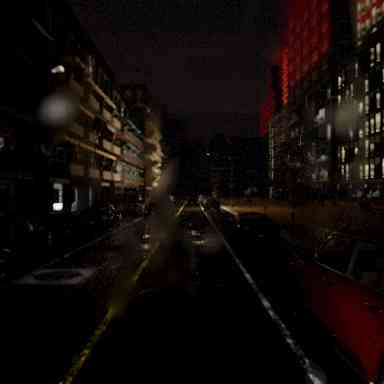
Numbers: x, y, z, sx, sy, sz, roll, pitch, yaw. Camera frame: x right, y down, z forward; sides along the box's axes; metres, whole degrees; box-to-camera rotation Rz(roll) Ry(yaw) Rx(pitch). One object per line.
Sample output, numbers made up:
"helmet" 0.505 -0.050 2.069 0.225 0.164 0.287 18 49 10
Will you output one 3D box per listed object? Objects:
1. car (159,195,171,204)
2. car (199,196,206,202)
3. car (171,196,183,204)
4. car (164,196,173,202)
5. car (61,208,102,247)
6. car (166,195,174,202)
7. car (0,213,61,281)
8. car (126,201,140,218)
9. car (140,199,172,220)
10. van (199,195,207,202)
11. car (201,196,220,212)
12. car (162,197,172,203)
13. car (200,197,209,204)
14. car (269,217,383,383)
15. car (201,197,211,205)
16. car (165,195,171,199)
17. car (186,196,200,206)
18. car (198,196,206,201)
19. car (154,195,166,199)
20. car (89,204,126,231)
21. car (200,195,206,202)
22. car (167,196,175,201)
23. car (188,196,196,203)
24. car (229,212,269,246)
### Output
"car" -5.691 1.502 70.449 2.192 1.841 5.009 0 0 0
"car" 2.693 1.773 87.196 1.752 1.417 4.829 0 0 0
"car" -2.994 1.666 70.232 1.837 1.490 4.892 0 0 0
"car" -5.687 1.777 81.502 2.008 1.369 4.403 0 0 0
"car" -5.694 1.614 15.182 1.802 1.307 4.206 0 0 0
"car" -5.688 1.687 87.027 1.967 1.590 4.097 0 0 0
"car" -5.695 1.460 9.656 1.967 1.590 4.097 0 0 0
"car" -5.692 1.594 31.592 1.752 1.417 4.829 0 0 0
"car" -3.095 1.589 29.331 1.812 1.442 4.674 0 0 0
"van" 2.691 1.567 81.501 1.690 1.788 3.998 0 0 0
"car" 2.358 1.596 40.285 1.837 1.490 4.892 0 0 0
"car" -5.688 1.757 75.975 2.008 1.369 4.403 0 0 0
"car" 2.691 1.769 70.447 1.802 1.307 4.206 0 0 0
"car" 2.685 1.324 4.128 2.192 1.841 5.009 0 0 0
"car" 2.691 1.750 64.921 1.802 1.307 4.206 0 0 0
"car" -5.690 1.693 64.752 1.752 1.417 4.829 0 0 0
"car" 0.005 1.678 59.780 1.812 1.442 4.674 0 0 0
"car" 2.693 1.835 92.554 1.947 1.339 4.313 0 0 0
"car" -5.690 1.677 53.868 1.887 1.381 4.507 0 0 0
"car" -5.694 1.484 20.709 1.967 1.590 4.097 0 0 0
"car" 2.689 1.573 53.867 1.967 1.590 4.097 0 0 0
"car" -5.687 1.835 92.554 1.947 1.339 4.313 0 0 0
"car" 0.010 1.574 75.059 1.837 1.490 4.892 0 0 0
"car" 2.687 1.576 15.181 1.887 1.381 4.507 0 0 0
